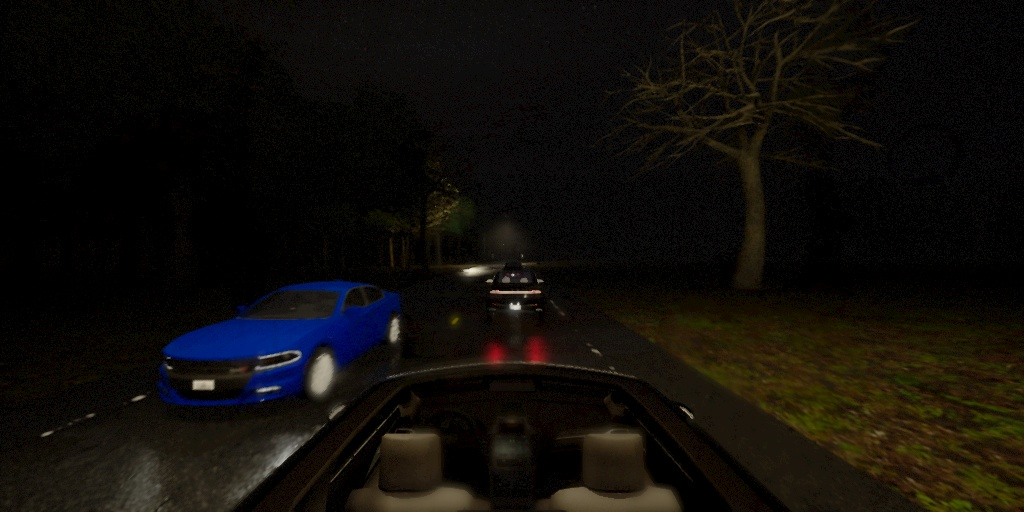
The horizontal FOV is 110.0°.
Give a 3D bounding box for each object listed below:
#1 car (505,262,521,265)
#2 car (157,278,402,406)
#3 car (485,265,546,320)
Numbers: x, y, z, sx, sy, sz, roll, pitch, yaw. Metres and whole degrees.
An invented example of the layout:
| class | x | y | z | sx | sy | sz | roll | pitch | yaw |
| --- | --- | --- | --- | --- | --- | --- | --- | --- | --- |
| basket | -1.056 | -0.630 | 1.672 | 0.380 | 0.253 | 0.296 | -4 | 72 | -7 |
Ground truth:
| class | x | y | z | sx | sy | sz | roll | pitch | yaw |
| --- | --- | --- | --- | --- | --- | --- | --- | --- | --- |
| car | 0.106 | 1.261 | 30.963 | 1.837 | 1.490 | 4.892 | 0 | 0 | 0 |
| car | -3.591 | 1.230 | 6.675 | 1.882 | 1.535 | 5.008 | 0 | 0 | 0 |
| car | 0.103 | 1.245 | 12.572 | 2.128 | 1.511 | 4.902 | 0 | 0 | 0 |
